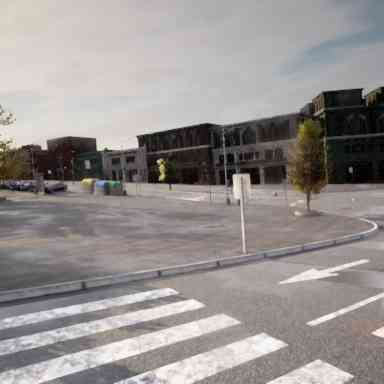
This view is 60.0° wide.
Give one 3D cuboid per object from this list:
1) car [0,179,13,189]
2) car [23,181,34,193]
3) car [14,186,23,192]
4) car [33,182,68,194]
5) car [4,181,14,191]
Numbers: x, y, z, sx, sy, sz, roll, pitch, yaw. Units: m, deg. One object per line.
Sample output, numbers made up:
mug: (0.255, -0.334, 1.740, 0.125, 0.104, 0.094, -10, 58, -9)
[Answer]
car: (-35.247, -1.379, 60.228, 2.231, 1.521, 4.892, 1, 6, 14)
car: (-23.132, -0.776, 51.810, 2.231, 1.521, 4.892, 1, 6, 17)
car: (-25.533, -0.864, 53.537, 2.002, 1.452, 4.674, 0, 6, 16)
car: (-20.768, -0.612, 50.025, 2.163, 1.488, 4.792, 1, 6, 17)
car: (-27.934, -1.029, 55.244, 2.097, 1.535, 5.008, 1, 6, 16)
